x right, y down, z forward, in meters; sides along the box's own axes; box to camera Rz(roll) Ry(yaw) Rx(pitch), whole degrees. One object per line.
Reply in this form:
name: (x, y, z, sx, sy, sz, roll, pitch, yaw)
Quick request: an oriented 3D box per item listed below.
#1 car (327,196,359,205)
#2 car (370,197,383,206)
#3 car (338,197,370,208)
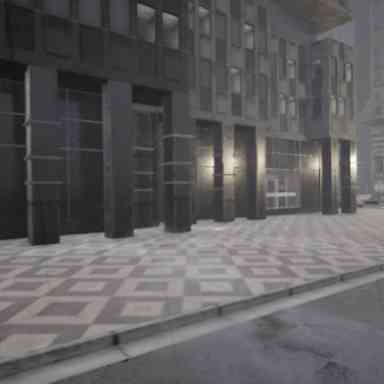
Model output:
car: (25.198, 1.390, 55.716, 1.887, 1.381, 4.507, -1, 1, -36)
car: (28.360, 1.427, 51.322, 1.947, 1.339, 4.313, -1, 1, -36)
car: (21.575, 1.545, 46.157, 1.887, 1.381, 4.507, -1, 1, -36)
